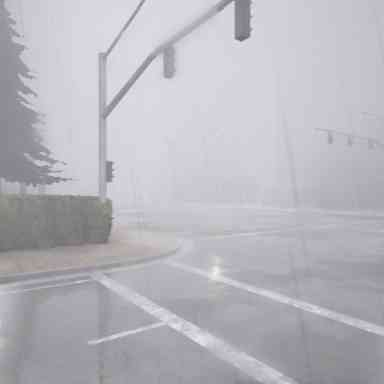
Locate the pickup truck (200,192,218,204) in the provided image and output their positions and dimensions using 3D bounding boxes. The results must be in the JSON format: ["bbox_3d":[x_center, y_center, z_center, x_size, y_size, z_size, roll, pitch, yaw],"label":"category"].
[{"bbox_3d":[2.971,1.038,59.464,2.390,2.098,6.274,0,0,-6],"label":"pickup truck"}]
